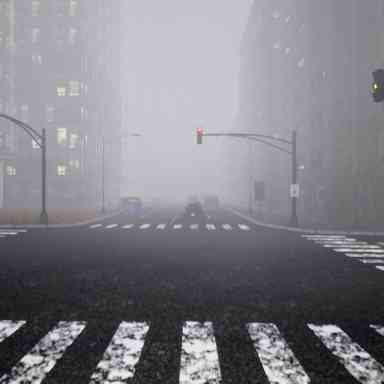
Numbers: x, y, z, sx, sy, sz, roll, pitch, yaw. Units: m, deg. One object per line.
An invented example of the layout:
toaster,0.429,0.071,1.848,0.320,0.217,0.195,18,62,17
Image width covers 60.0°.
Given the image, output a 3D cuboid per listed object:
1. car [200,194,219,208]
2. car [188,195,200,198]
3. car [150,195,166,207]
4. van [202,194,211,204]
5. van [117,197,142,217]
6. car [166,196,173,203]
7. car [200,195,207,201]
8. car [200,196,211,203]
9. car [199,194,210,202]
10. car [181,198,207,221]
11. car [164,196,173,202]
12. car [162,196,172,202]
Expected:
car,2.730,1.315,47.222,2.192,1.841,5.009,0,0,0
car,0.149,1.353,54.878,2.097,1.767,4.553,0,0,-1
car,-5.646,1.527,52.609,1.752,1.417,4.829,0,0,0
van,2.743,1.346,63.875,1.690,1.788,3.998,0,0,0
van,-5.664,1.338,30.575,1.690,1.788,3.998,0,0,0
car,-5.632,1.448,69.431,1.967,1.590,4.097,0,0,0
car,3.077,1.526,90.141,1.837,1.490,4.892,0,0,0
car,2.749,1.558,69.425,2.008,1.369,4.403,0,0,0
car,2.753,1.326,74.976,2.192,1.841,5.009,0,0,0
car,0.104,1.522,27.312,1.812,1.442,4.674,0,0,1
car,-5.623,1.565,80.534,2.008,1.369,4.403,0,0,0
car,-5.628,1.536,74.812,1.752,1.417,4.829,0,0,0
